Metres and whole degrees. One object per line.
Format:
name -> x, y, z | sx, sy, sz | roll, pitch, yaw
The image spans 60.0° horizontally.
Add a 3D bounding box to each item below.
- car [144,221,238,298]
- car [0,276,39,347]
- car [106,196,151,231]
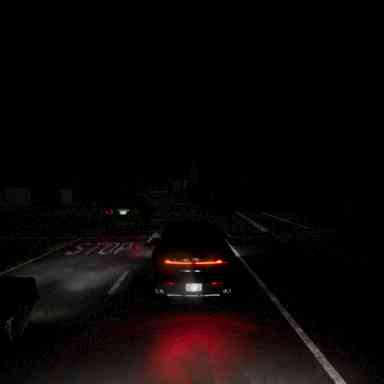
car -> 0.000, 1.505, 8.526 | 1.837, 1.490, 4.892 | 0, 0, -1
car -> -3.429, 1.601, 3.349 | 1.895, 1.301, 4.718 | 0, 0, 0
car -> -3.814, 1.233, 20.615 | 2.150, 2.045, 5.566 | 0, 0, -2
